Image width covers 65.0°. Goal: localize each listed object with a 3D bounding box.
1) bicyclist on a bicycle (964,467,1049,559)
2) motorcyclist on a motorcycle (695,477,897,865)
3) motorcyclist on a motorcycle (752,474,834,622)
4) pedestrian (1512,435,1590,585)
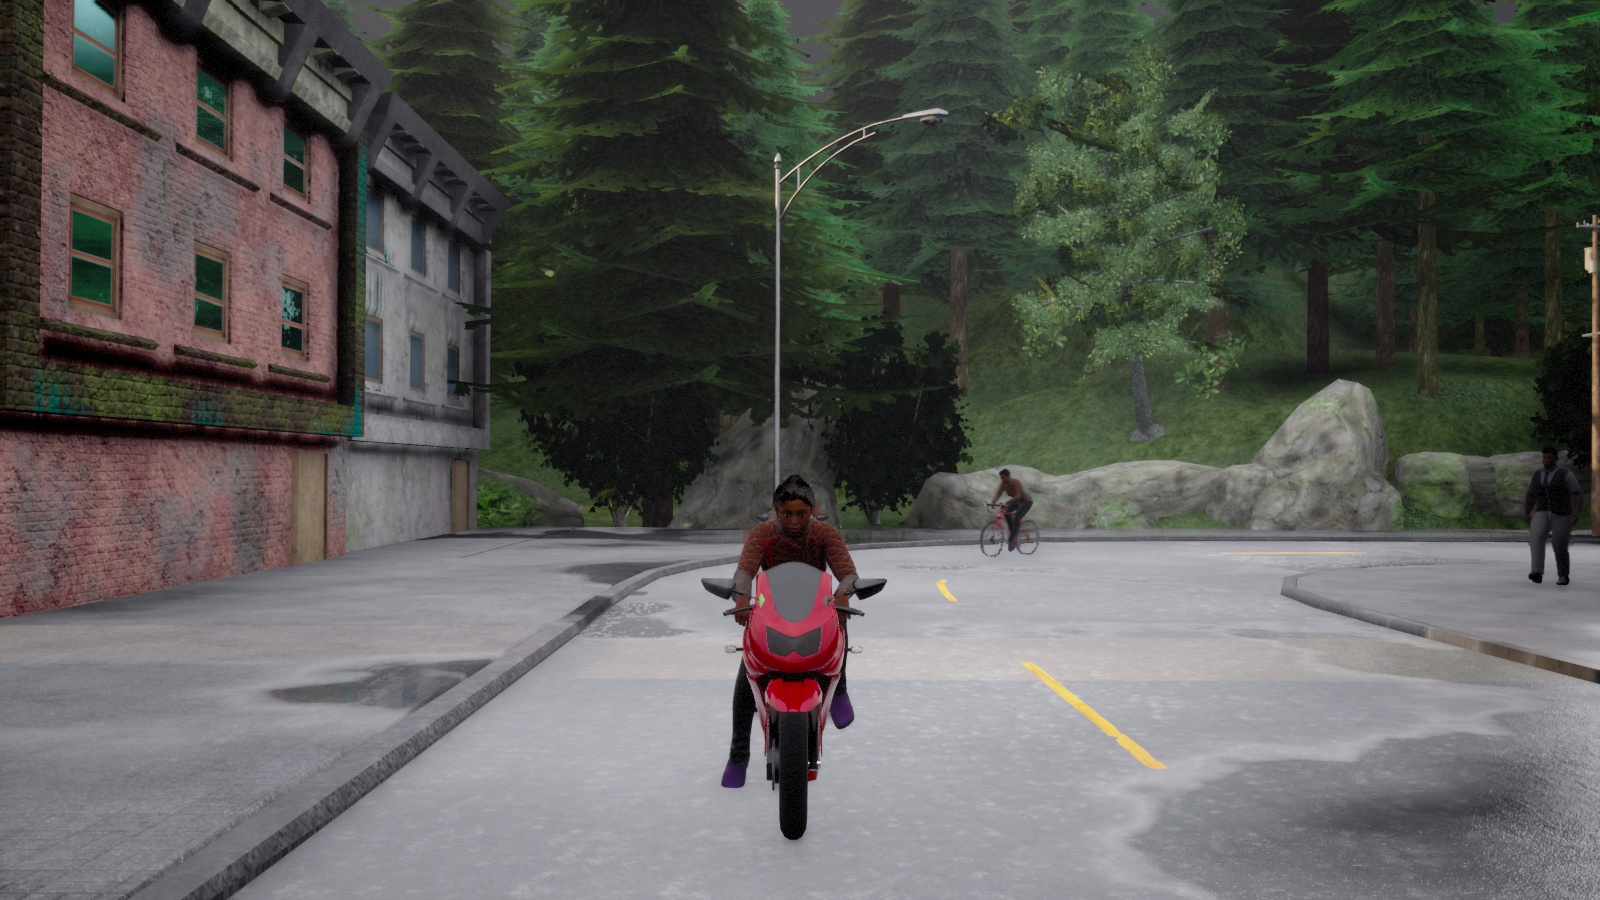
[{"bbox_3d":[3.824,1.143,23.177,1.656,1.620,0.582,0,0,-40],"label":"bicyclist on a bicycle"},{"bbox_3d":[-0.023,0.898,6.008,0.797,1.523,2.044,0,-1,0],"label":"motorcyclist on a motorcycle"},{"bbox_3d":[-0.046,1.032,14.025,0.797,1.523,2.044,0,-1,3],"label":"motorcyclist on a motorcycle"},{"bbox_3d":[9.686,0.757,16.201,0.849,1.883,0.563,1,-1,-37],"label":"pedestrian"}]
